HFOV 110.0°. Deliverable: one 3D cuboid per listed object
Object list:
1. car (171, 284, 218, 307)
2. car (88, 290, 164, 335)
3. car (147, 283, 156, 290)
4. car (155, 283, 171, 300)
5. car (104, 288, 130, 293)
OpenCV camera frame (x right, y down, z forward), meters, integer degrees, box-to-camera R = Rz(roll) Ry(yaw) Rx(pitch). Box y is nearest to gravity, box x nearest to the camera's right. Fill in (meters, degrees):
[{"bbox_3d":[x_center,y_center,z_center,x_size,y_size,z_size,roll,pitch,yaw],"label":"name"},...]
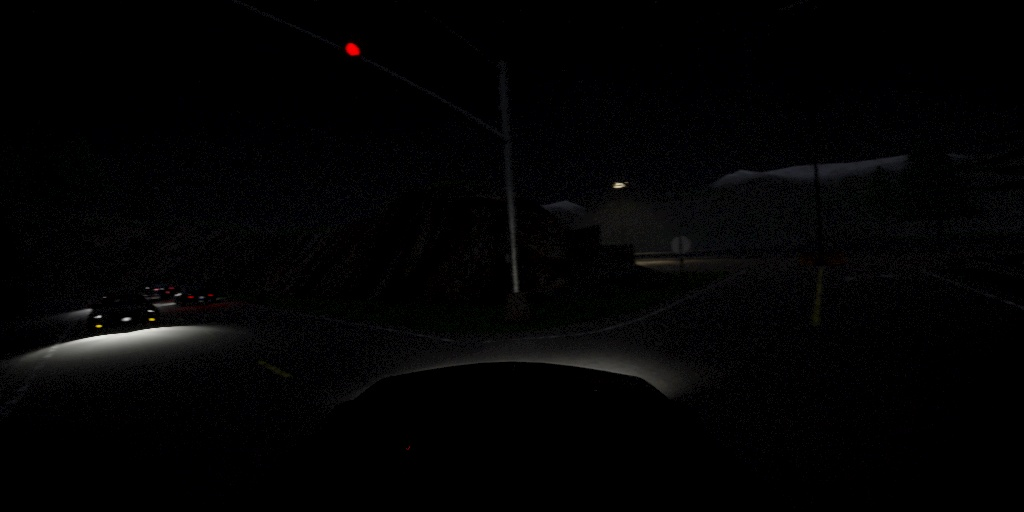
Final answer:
[{"bbox_3d":[-22.643,2.712,25.641,4.674,1.442,1.812,-4,0,41],"label":"car"},{"bbox_3d":[-16.780,2.417,15.517,4.181,1.385,1.994,-3,0,42],"label":"car"},{"bbox_3d":[-39.973,3.772,40.782,5.357,1.411,2.033,-3,0,39],"label":"car"},{"bbox_3d":[-31.576,3.322,33.558,4.718,1.301,1.895,-3,0,42],"label":"car"},{"bbox_3d":[-34.698,3.526,31.519,4.718,1.301,1.895,-3,0,42],"label":"car"}]
